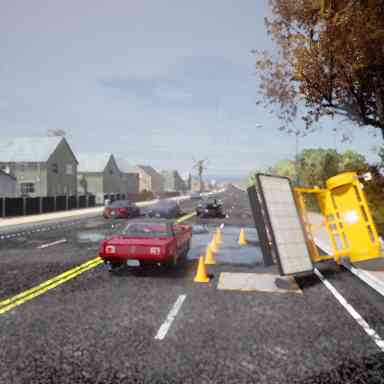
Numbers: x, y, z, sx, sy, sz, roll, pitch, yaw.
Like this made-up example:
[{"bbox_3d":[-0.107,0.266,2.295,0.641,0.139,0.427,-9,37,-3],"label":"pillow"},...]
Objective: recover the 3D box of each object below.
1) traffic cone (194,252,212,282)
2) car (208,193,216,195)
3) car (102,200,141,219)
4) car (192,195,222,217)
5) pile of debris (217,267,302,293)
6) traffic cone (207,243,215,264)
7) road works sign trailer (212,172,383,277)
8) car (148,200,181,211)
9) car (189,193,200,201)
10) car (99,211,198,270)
[{"bbox_3d":[0.242,1.892,8.287,0.340,0.580,0.340,0,0,9],"label":"traffic cone"},{"bbox_3d":[4.088,0.970,67.888,2.033,1.411,5.357,0,1,9],"label":"car"},{"bbox_3d":[-5.557,1.347,26.552,1.994,1.385,4.181,0,0,9],"label":"car"},{"bbox_3d":[1.540,1.269,28.663,2.128,1.511,4.902,0,0,9],"label":"car"},{"bbox_3d":[1.588,2.106,8.098,1.860,0.140,1.500,0,0,8],"label":"pile of debris"},{"bbox_3d":[0.541,1.878,10.265,0.340,0.580,0.340,0,0,9],"label":"traffic cone"},{"bbox_3d":[2.841,0.865,8.698,3.560,2.380,2.880,5,-22,-41],"label":"road works sign trailer"},{"bbox_3d":[-2.136,1.329,27.432,2.033,1.411,5.357,0,0,9],"label":"car"},{"bbox_3d":[0.733,0.974,67.453,2.033,1.411,5.357,0,1,9],"label":"car"},{"bbox_3d":[-1.171,1.516,10.768,1.895,1.301,4.718,0,0,9],"label":"car"}]
